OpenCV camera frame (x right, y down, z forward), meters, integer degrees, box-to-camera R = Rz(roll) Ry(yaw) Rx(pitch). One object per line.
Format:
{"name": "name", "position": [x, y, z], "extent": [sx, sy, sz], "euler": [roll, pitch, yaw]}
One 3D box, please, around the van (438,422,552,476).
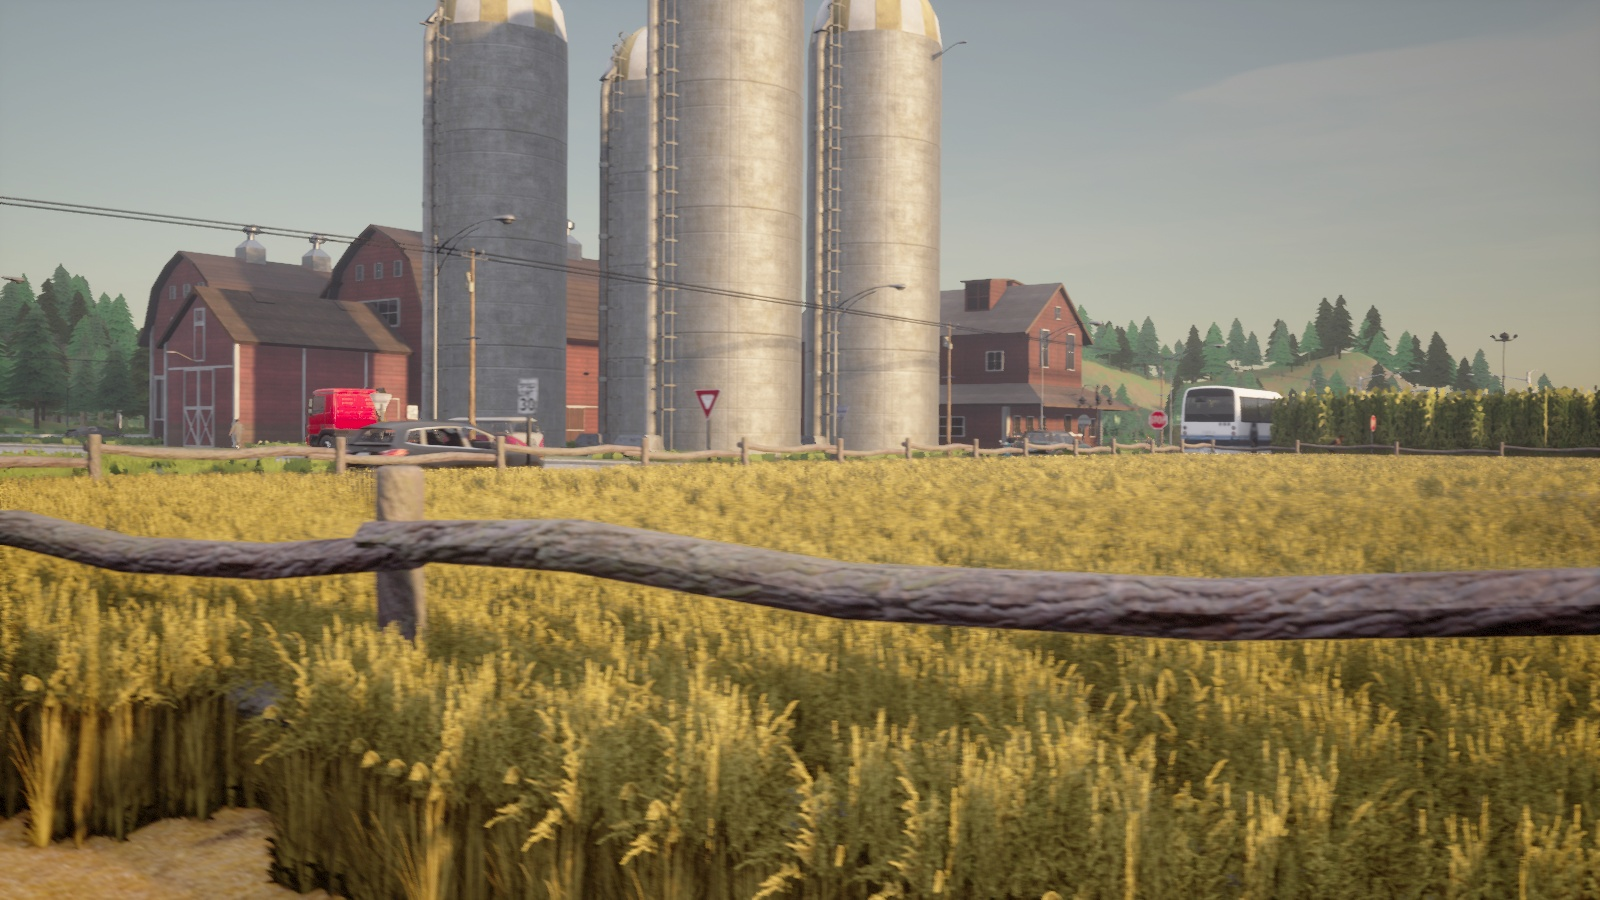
{"name": "van", "position": [-11.679, -0.063, 48.009], "extent": [4.442, 1.987, 1.775], "euler": [0, 1, 36]}

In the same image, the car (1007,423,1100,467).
{"name": "car", "position": [10.761, -0.230, 53.041], "extent": [2.097, 1.767, 4.553], "euler": [0, 1, 37]}

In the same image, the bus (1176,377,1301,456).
{"name": "bus", "position": [25.566, -1.869, 72.790], "extent": [3.944, 4.253, 10.273], "euler": [0, 1, 37]}

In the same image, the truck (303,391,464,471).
{"name": "truck", "position": [-19.255, -0.862, 57.819], "extent": [7.936, 3.462, 2.891], "euler": [0, 1, 36]}

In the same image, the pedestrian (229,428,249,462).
{"name": "pedestrian", "position": [-32.023, -0.297, 71.629], "extent": [0.873, 1.952, 0.659], "euler": [0, 1, 34]}

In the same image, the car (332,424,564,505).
{"name": "car", "position": [-7.809, 0.262, 28.258], "extent": [2.242, 1.667, 4.611], "euler": [0, 1, 37]}
